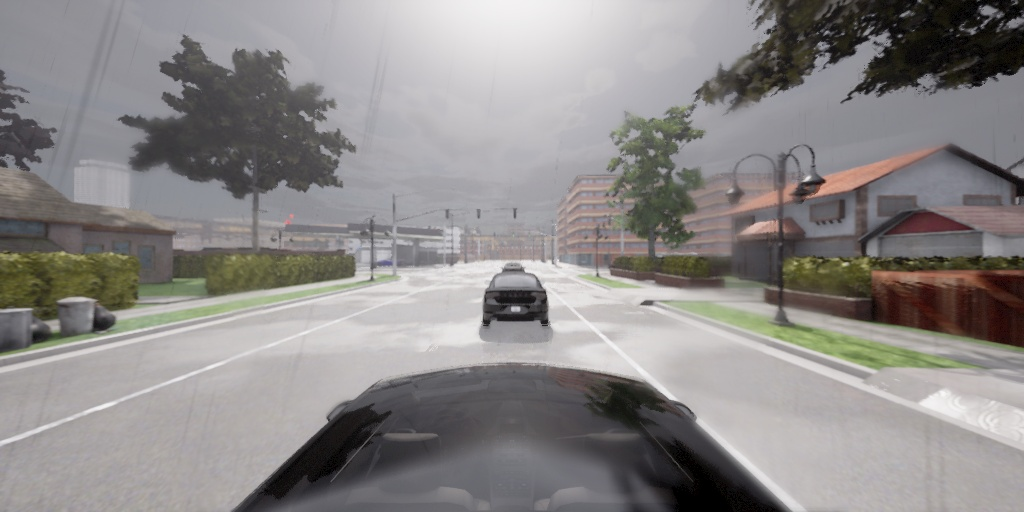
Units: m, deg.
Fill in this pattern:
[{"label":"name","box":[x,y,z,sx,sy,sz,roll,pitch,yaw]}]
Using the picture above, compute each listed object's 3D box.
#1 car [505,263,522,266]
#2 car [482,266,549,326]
[{"label":"car","box":[0.102,1.293,29.470,1.837,1.490,4.892,0,0,0]},{"label":"car","box":[0.101,1.242,11.817,1.882,1.535,5.008,0,0,0]}]
